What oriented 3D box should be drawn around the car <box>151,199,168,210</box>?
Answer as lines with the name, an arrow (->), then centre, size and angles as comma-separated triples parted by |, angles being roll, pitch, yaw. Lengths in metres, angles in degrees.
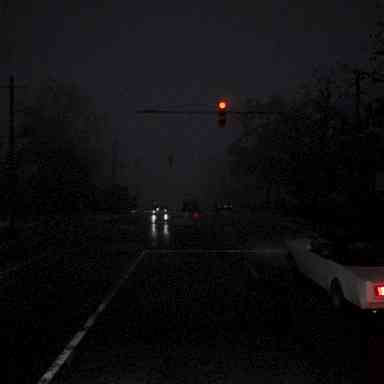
car -> -4.075, 1.588, 42.810 | 1.812, 1.442, 4.674 | 0, -1, -3

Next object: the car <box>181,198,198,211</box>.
car -> -0.283, 1.538, 41.299 | 2.128, 1.511, 4.902 | 0, 0, -2

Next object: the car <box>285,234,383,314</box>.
car -> 3.591, 1.599, 7.526 | 1.895, 1.301, 4.718 | 0, 0, 0

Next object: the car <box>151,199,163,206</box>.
car -> -7.360, 2.110, 68.835 | 1.994, 1.385, 4.181 | 0, -1, -13

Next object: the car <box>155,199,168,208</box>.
car -> -5.006, 1.790, 54.206 | 1.994, 1.385, 4.181 | 0, -1, -7

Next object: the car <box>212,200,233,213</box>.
car -> 3.391, 1.563, 37.117 | 2.033, 1.411, 5.357 | 0, 0, -2
